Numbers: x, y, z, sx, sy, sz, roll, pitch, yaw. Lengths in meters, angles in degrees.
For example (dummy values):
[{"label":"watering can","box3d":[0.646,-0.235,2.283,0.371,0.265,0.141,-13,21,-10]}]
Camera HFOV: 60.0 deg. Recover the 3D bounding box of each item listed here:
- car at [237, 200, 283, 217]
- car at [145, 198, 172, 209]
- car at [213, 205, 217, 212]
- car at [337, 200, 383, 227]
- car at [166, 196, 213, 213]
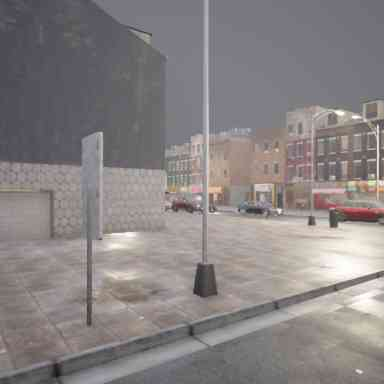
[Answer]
[{"label":"car","box3d":[6.477,1.567,31.945,2.128,1.511,4.902,0,0,-35]},{"label":"car","box3d":[-4.956,1.674,48.076,1.812,1.442,4.674,0,0,-35]},{"label":"car","box3d":[0.747,1.658,40.002,2.033,1.411,5.357,0,0,-35]},{"label":"car","box3d":[12.556,1.392,23.512,2.097,1.767,4.553,0,0,-36]},{"label":"car","box3d":[-0.400,1.411,37.223,2.192,1.841,5.009,0,0,-35]}]
